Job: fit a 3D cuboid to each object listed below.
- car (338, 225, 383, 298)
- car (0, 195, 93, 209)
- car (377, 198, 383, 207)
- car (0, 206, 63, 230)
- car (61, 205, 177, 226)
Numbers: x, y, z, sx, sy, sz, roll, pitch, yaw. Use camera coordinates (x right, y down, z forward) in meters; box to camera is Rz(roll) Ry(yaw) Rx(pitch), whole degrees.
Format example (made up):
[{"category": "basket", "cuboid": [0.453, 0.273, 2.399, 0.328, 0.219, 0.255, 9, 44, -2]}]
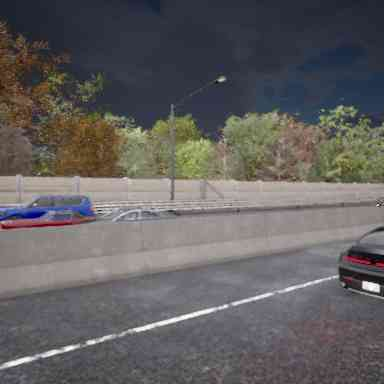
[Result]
[{"category": "car", "cuboid": [5.237, 1.469, 7.472, 4.892, 1.490, 1.837, 0, 0, -35]}, {"category": "car", "cuboid": [-8.492, 1.193, 19.426, 5.566, 2.045, 2.150, 0, 0, -35]}, {"category": "car", "cuboid": [26.582, 1.316, 44.339, 4.892, 1.490, 1.837, 0, 0, -35]}, {"category": "car", "cuboid": [-6.817, 1.576, 16.324, 4.718, 1.301, 1.895, 0, 0, -35]}, {"category": "car", "cuboid": [-2.895, 1.459, 14.817, 4.902, 1.511, 2.128, 0, 0, -35]}]
